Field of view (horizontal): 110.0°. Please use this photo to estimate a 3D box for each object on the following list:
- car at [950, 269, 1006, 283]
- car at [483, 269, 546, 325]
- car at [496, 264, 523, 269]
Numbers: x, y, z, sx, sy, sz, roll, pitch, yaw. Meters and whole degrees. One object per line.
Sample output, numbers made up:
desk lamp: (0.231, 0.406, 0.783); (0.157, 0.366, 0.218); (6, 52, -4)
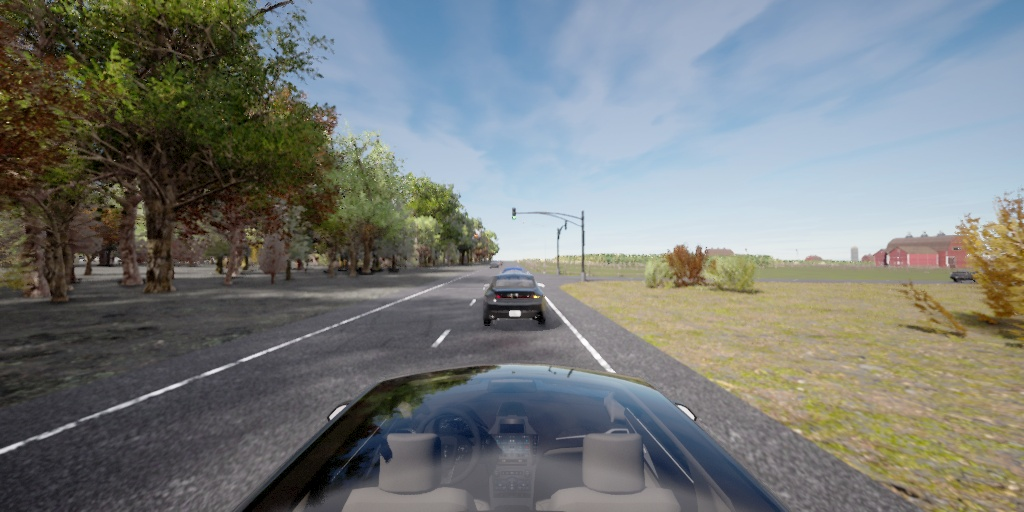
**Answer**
car: (48.422, 2.055, 37.045); (4.902, 1.511, 2.128); (1, -1, 0)
car: (0.073, 1.341, 12.104); (1.837, 1.490, 4.892); (0, -1, 0)
car: (0.159, 1.459, 23.407); (1.812, 1.442, 4.674); (0, 0, 2)
